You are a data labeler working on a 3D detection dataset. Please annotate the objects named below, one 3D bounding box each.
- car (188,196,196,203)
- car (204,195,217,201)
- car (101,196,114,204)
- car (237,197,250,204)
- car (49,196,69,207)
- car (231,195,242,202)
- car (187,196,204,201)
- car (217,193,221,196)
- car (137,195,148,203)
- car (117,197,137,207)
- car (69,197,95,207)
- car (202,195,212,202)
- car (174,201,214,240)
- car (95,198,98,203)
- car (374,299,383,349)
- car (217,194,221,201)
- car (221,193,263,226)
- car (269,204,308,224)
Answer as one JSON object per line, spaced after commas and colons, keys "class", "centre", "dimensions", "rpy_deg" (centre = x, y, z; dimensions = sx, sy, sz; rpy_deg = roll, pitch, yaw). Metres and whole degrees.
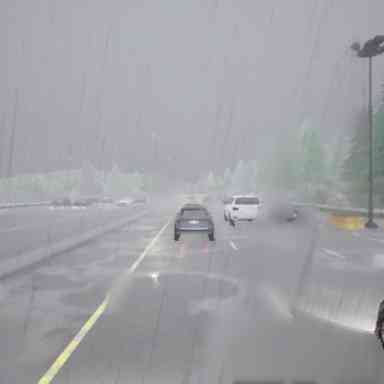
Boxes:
{"class": "car", "centre": [-0.023, 1.610, 72.100], "dimensions": [1.837, 1.490, 4.892], "rpy_deg": [0, 0, 0]}
{"class": "car", "centre": [3.478, 1.599, 68.288], "dimensions": [1.837, 1.490, 4.892], "rpy_deg": [0, 0, 0]}
{"class": "car", "centre": [-17.522, 1.624, 69.104], "dimensions": [1.812, 1.442, 4.674], "rpy_deg": [0, 0, 0]}
{"class": "car", "centre": [10.478, 1.693, 68.392], "dimensions": [1.895, 1.301, 4.718], "rpy_deg": [0, 0, 0]}
{"class": "car", "centre": [-21.052, 1.433, 53.358], "dimensions": [2.097, 1.767, 4.553], "rpy_deg": [0, 0, 1]}
{"class": "car", "centre": [10.475, 1.493, 78.366], "dimensions": [2.033, 1.411, 5.357], "rpy_deg": [0, 0, 0]}
{"class": "car", "centre": [0.088, 1.536, 38.150], "dimensions": [1.882, 1.535, 5.008], "rpy_deg": [0, 0, 0]}
{"class": "car", "centre": [6.975, 1.178, 78.395], "dimensions": [2.150, 2.045, 5.566], "rpy_deg": [0, 0, 0]}
{"class": "car", "centre": [-10.522, 1.455, 69.123], "dimensions": [2.097, 1.767, 4.553], "rpy_deg": [0, 0, 0]}
{"class": "car", "centre": [-10.560, 1.607, 53.313], "dimensions": [1.812, 1.442, 4.674], "rpy_deg": [0, 0, 1]}
{"class": "car", "centre": [-17.557, 1.645, 53.329], "dimensions": [1.994, 1.385, 4.181], "rpy_deg": [0, 0, 1]}
{"class": "car", "centre": [3.475, 1.493, 78.364], "dimensions": [2.033, 1.411, 5.357], "rpy_deg": [0, 0, 0]}
{"class": "car", "centre": [0.094, 1.455, 17.292], "dimensions": [2.033, 1.649, 4.856], "rpy_deg": [0, -1, 0]}
{"class": "car", "centre": [-21.022, 1.694, 69.085], "dimensions": [1.895, 1.301, 4.718], "rpy_deg": [0, 0, 0]}
{"class": "car", "centre": [3.599, 1.569, 3.065], "dimensions": [1.994, 1.385, 4.181], "rpy_deg": [0, 0, 0]}
{"class": "car", "centre": [6.978, 1.619, 67.945], "dimensions": [2.128, 1.511, 4.902], "rpy_deg": [0, 0, 0]}
{"class": "car", "centre": [3.592, 1.258, 23.992], "dimensions": [2.150, 2.045, 5.566], "rpy_deg": [0, 0, 0]}
{"class": "car", "centre": [7.092, 1.603, 24.902], "dimensions": [1.994, 1.385, 4.181], "rpy_deg": [0, 0, 0]}
